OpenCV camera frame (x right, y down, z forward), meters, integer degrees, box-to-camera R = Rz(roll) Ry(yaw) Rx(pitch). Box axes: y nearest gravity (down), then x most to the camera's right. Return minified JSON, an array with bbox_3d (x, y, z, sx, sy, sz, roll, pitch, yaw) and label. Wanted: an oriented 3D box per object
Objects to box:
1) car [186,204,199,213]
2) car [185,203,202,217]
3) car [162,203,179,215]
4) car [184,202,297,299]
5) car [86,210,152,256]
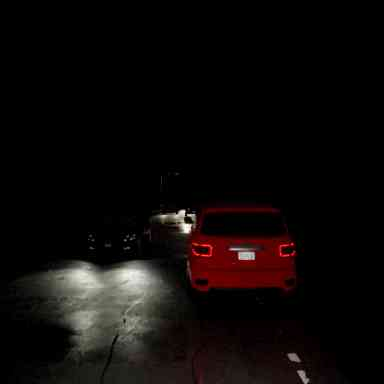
[{"bbox_3d":[0.095,2.393,48.475,1.895,1.301,4.718,0,-2,0],"label":"car"},{"bbox_3d":[0.144,2.048,38.526,1.812,1.442,4.674,0,-2,-1],"label":"car"},{"bbox_3d":[-2.667,2.092,41.999,1.882,1.535,5.008,0,-2,0],"label":"car"},{"bbox_3d":[0.979,1.251,8.620,2.150,2.045,5.566,0,0,0],"label":"car"},{"bbox_3d":[-2.823,1.544,13.681,1.882,1.535,5.008,0,-1,0],"label":"car"}]
